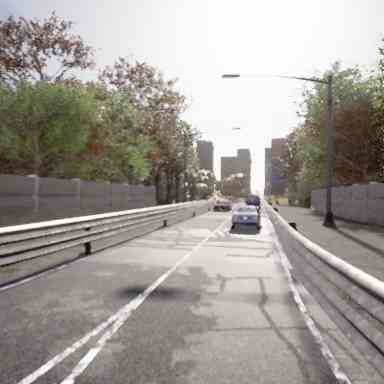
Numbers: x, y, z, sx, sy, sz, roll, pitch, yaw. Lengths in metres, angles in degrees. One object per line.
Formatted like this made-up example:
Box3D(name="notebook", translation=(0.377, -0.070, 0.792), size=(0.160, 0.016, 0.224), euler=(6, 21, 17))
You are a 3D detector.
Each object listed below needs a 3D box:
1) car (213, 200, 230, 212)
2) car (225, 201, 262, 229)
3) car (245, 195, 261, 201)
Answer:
Box3D(name="car", translation=(3.724, 1.690, 40.286), size=(1.895, 1.301, 4.718), euler=(1, 0, 11))
Box3D(name="car", translation=(3.632, 1.607, 22.137), size=(2.033, 1.411, 5.357), euler=(1, 0, 11))
Box3D(name="car", translation=(9.018, 1.418, 49.334), size=(2.150, 2.045, 5.566), euler=(1, -1, 11))
